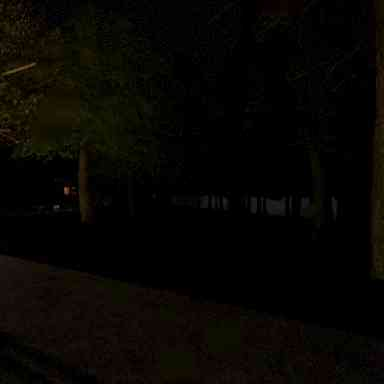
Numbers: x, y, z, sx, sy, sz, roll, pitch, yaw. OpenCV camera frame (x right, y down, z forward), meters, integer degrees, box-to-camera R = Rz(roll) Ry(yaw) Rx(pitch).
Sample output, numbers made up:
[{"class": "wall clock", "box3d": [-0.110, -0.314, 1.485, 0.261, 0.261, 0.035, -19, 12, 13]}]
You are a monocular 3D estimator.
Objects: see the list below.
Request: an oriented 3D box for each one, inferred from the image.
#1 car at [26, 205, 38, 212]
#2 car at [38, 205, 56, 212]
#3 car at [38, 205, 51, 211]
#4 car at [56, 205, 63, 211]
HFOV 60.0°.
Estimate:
[{"class": "car", "box3d": [-36.923, 3.850, 77.148, 1.837, 1.490, 4.892, 0, -2, -10]}, {"class": "car", "box3d": [-33.655, 3.826, 77.308, 1.837, 1.490, 4.892, 0, -2, -10]}, {"class": "car", "box3d": [-38.583, 4.207, 87.051, 1.994, 1.385, 4.181, 0, -2, -10]}, {"class": "car", "box3d": [-35.378, 4.173, 87.590, 2.128, 1.511, 4.902, 0, -2, -10]}]
